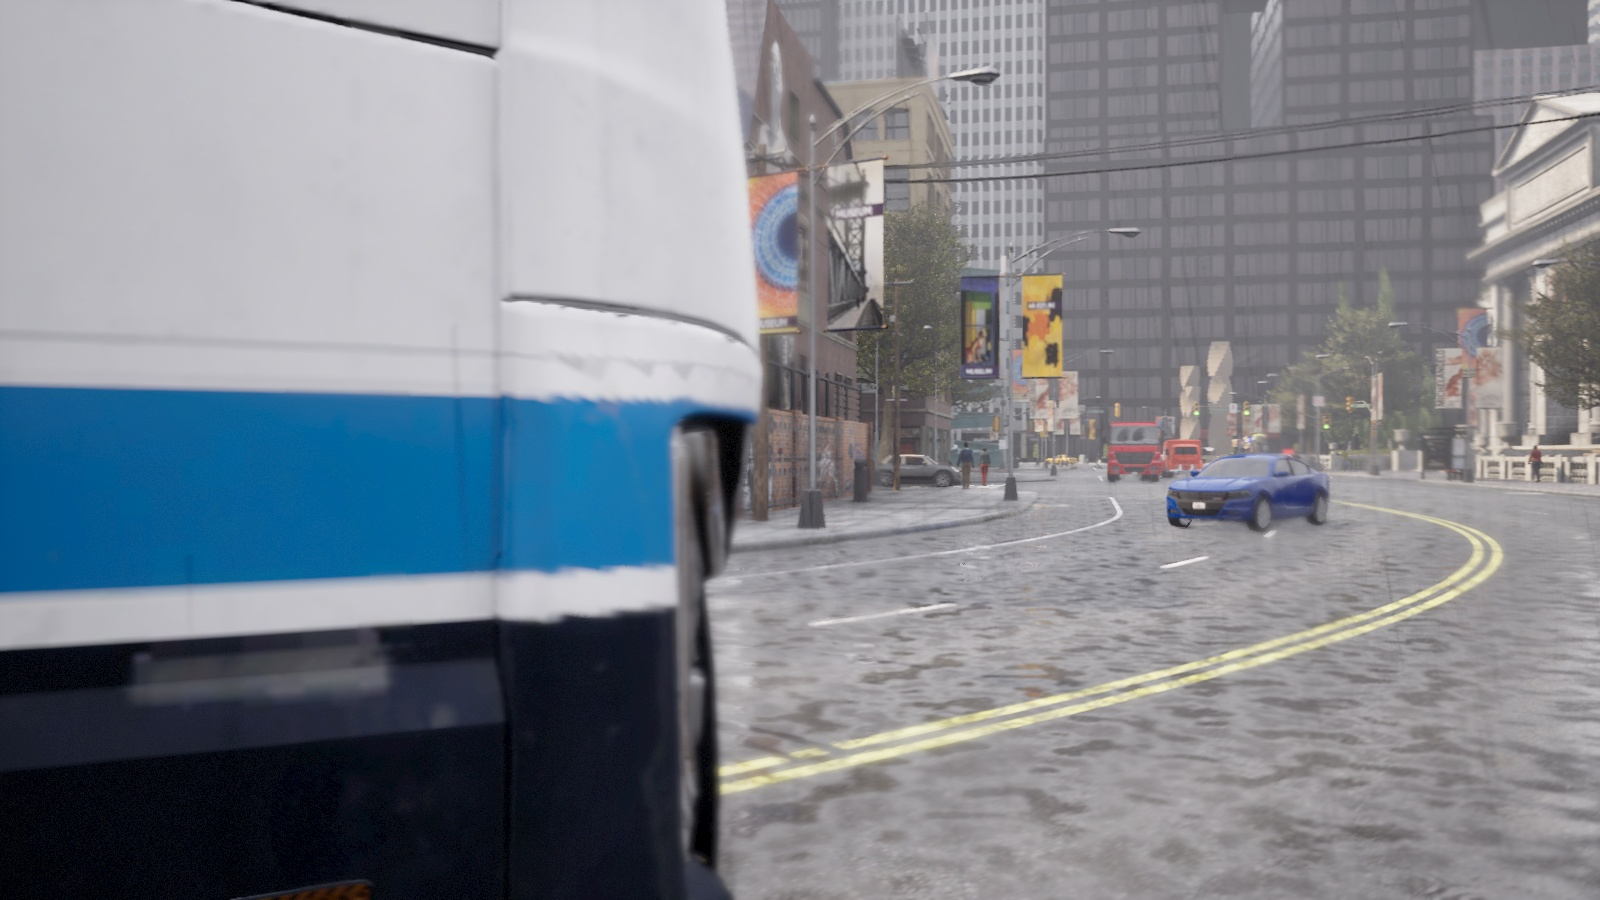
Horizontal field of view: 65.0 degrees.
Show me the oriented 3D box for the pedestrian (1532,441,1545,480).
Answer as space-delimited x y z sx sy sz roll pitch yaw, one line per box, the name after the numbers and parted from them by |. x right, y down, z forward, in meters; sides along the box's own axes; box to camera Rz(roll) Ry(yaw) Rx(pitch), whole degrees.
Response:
35.625 0.505 60.571 0.331 1.846 0.636 0 0 6 | pedestrian

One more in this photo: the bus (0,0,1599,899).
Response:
-4.537 -0.617 0.478 10.273 4.253 3.944 0 0 -28 | bus

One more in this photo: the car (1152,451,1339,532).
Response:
9.397 0.784 26.223 1.882 1.535 5.008 0 0 42 | car

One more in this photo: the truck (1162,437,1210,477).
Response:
24.969 0.459 81.435 2.627 2.467 5.204 0 0 13 | truck

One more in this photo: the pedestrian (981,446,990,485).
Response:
8.639 0.721 58.470 0.353 1.847 0.614 0 0 15 | pedestrian

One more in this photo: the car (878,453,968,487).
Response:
5.577 0.882 56.627 3.806 1.475 1.970 0 0 14 | car

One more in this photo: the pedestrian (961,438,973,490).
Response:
6.338 0.542 47.654 0.423 1.949 0.788 0 0 6 | pedestrian

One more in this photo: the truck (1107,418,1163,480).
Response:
19.656 -0.047 73.971 2.891 3.462 7.936 0 0 13 | truck
